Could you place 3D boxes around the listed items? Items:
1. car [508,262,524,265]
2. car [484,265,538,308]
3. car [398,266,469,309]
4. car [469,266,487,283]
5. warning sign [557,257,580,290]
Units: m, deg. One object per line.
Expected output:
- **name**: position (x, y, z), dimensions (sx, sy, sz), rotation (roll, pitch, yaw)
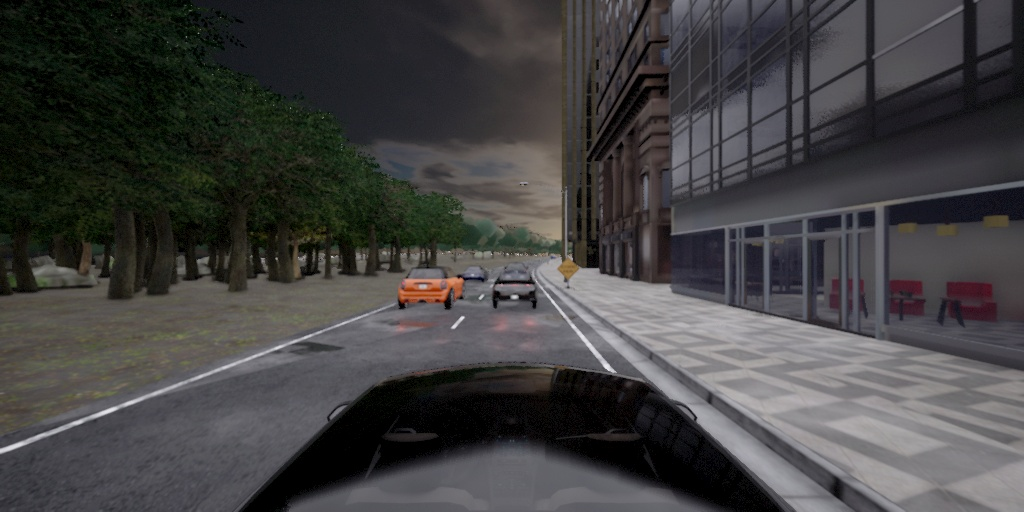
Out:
- **car**: position (0.352, 1.301, 30.742), dimensions (2.097, 1.767, 4.553), rotation (0, -1, 1)
- **car**: position (0.136, 1.357, 16.004), dimensions (2.128, 1.511, 4.902), rotation (0, 0, 1)
- **car**: position (-3.369, 1.212, 15.832), dimensions (2.097, 1.767, 4.553), rotation (0, -1, 1)
- **car**: position (-3.139, 1.516, 31.032), dimensions (1.994, 1.385, 4.181), rotation (0, 0, 1)
- **warning sign**: position (3.245, 1.012, 20.754), dimensions (1.300, 1.860, 1.060), rotation (0, 0, 1)
